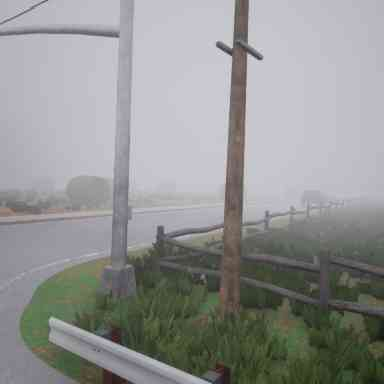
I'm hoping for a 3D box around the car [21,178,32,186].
[{"bbox_3d":[-39.171,-2.324,79.237,1.905,1.878,3.866,8,2,-13],"label":"car"}]

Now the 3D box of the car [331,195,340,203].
[{"bbox_3d":[21.167,1.133,50.725,1.994,1.385,4.181,3,2,33],"label":"car"}]

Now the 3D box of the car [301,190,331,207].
[{"bbox_3d":[15.415,0.811,41.828,2.150,2.045,5.566,3,2,34],"label":"car"}]
